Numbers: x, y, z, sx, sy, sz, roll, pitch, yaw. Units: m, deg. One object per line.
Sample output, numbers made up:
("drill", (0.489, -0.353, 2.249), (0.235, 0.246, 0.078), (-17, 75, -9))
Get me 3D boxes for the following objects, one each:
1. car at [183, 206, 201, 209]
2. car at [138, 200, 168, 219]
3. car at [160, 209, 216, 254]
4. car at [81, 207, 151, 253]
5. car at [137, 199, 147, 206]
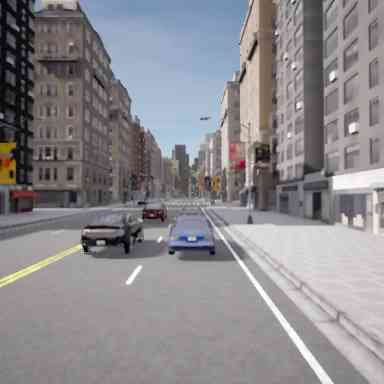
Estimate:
("car", (-0.004, 1.854, 29.127), (1.895, 1.301, 4.718), (0, 0, 0))
("car", (-3.249, 1.734, 29.484), (1.882, 1.535, 5.008), (0, 0, 0))
("car", (-0.002, 1.676, 14.008), (2.033, 1.411, 5.357), (0, 0, 0))
("car", (-3.248, 1.623, 14.305), (2.128, 1.511, 4.902), (0, 0, 0))
("car", (-9.765, 2.127, 66.647), (1.895, 1.301, 4.718), (0, 0, 0))
